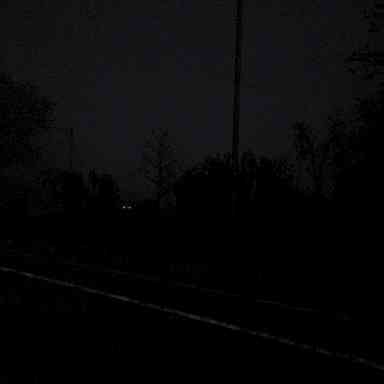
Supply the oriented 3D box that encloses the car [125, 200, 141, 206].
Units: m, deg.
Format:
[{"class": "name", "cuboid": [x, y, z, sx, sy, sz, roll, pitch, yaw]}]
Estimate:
[{"class": "car", "cuboid": [-10.916, 2.138, 62.686, 2.033, 1.411, 5.357, 2, -2, 19]}]
